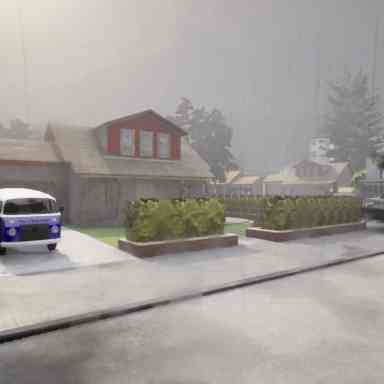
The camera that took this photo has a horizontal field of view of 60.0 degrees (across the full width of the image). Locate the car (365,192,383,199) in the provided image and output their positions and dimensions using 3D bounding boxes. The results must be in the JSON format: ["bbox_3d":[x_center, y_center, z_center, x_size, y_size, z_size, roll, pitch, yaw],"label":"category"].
[{"bbox_3d":[22.966,0.985,40.708,3.866,1.878,1.905,0,0,-1],"label":"car"}]

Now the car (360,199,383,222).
[{"bbox_3d":[14.660,1.477,23.994,1.882,1.535,5.008,0,0,-29],"label":"car"}]
